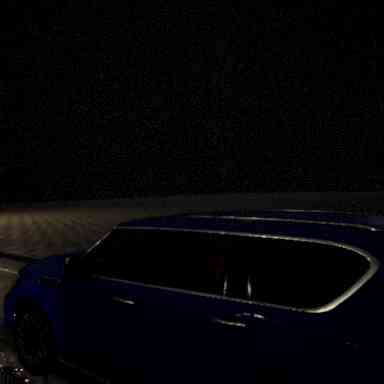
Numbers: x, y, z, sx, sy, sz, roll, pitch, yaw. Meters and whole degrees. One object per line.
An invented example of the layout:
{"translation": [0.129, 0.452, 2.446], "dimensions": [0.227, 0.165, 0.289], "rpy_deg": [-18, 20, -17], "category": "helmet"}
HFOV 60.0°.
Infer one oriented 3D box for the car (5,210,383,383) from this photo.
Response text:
{"translation": [0.042, 1.241, 3.960], "dimensions": [5.566, 2.045, 2.150], "rpy_deg": [-1, 0, 35], "category": "car"}
